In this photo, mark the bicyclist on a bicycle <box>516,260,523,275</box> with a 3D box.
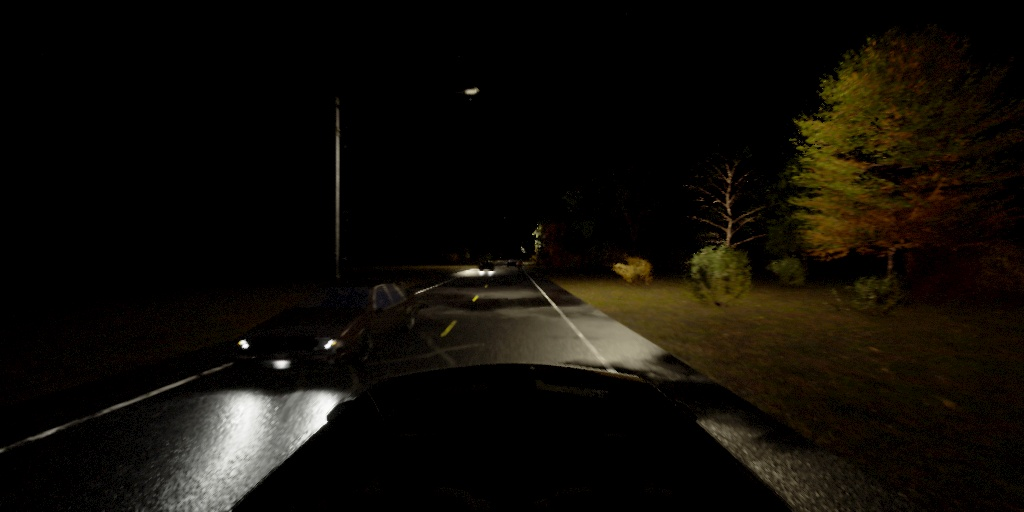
[{"bbox_3d":[0.937,1.316,39.312,0.582,1.620,1.656,0,-1,0],"label":"bicyclist on a bicycle"}]

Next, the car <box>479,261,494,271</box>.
[{"bbox_3d":[-3.578,1.462,51.109,1.994,1.385,4.181,0,0,1],"label":"car"}]

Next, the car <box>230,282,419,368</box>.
[{"bbox_3d":[-3.605,1.317,8.268,2.033,1.411,5.357,0,0,0],"label":"car"}]

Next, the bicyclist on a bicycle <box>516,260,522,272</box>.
[{"bbox_3d":[0.929,1.329,49.125,0.866,1.612,1.509,0,0,0],"label":"bicyclist on a bicycle"}]
